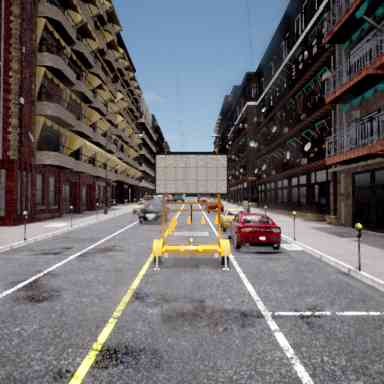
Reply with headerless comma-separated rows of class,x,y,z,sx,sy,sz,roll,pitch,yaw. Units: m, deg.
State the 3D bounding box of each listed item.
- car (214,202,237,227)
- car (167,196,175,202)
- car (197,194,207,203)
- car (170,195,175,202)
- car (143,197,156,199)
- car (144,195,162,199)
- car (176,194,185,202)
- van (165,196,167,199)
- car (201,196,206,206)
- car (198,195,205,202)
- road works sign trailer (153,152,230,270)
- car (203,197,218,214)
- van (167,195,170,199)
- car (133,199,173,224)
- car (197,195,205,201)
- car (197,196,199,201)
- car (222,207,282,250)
car,2.553,1.551,20.054,1.752,1.417,4.829,1,0,0
car,-5.443,1.819,86.298,1.947,1.339,4.313,1,0,0
car,2.419,1.541,80.722,2.192,1.841,5.009,1,0,0
car,-5.408,1.492,69.707,2.192,1.841,5.009,1,0,0
car,-5.356,1.588,36.354,1.752,1.417,4.829,2,0,0
car,-5.360,1.392,42.056,2.192,1.841,5.009,2,0,0
car,-2.876,1.422,75.392,2.150,2.045,5.566,0,0,0
van,-5.380,1.452,53.114,1.690,1.788,3.998,2,0,0
car,2.514,1.628,42.006,2.008,1.369,4.403,1,0,0
car,2.486,1.676,58.598,1.887,1.381,4.507,1,0,0
road works sign trailer,-0.018,0.475,11.014,2.380,3.560,2.880,0,0,0
car,2.524,1.608,36.474,1.887,1.381,4.507,1,0,0
van,-5.390,1.472,58.646,1.690,1.788,3.998,1,0,0
car,-2.792,1.526,24.860,2.128,1.511,4.902,0,0,0
car,2.396,1.723,91.784,1.967,1.590,4.097,1,0,0
car,2.476,1.697,64.127,1.887,1.381,4.507,1,0,0
car,2.562,1.561,14.352,1.887,1.381,4.507,1,0,0
